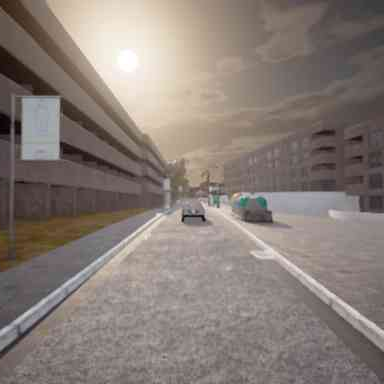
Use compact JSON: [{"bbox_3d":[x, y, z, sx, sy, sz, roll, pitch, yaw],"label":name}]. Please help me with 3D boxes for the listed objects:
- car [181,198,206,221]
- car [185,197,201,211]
[{"bbox_3d":[0.097,1.471,26.389,2.033,1.411,5.357,0,0,0],"label":"car"},{"bbox_3d":[0.092,1.546,44.748,2.097,1.767,4.553,0,-1,0],"label":"car"}]
